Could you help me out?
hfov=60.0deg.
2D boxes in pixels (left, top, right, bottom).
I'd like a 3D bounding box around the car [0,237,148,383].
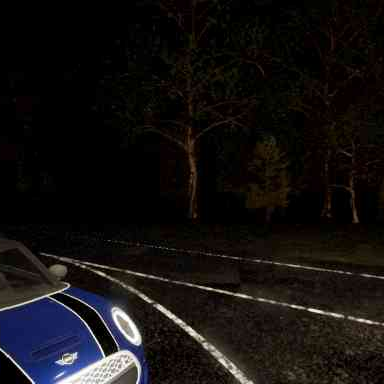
[{"bbox_3d":[-2.654,1.338,3.766,4.553,1.767,2.097,1,0,35],"label":"car"}]
